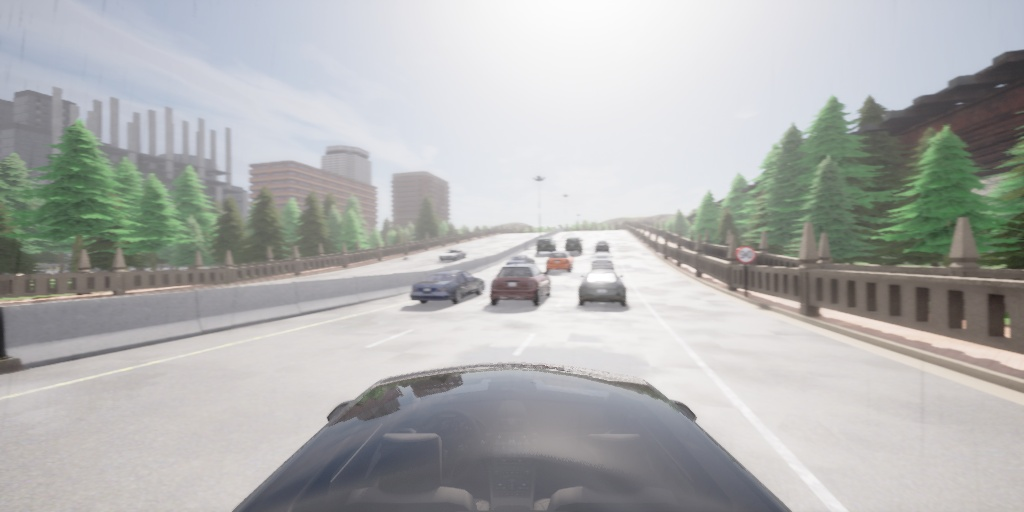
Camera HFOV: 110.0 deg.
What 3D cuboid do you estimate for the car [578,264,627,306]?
[{"bbox_3d":[3.976,1.285,15.835,1.994,1.385,4.181,-1,1,14],"label":"car"}]

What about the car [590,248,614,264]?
[{"bbox_3d":[7.646,0.429,30.379,1.812,1.442,4.674,-1,5,15],"label":"car"}]

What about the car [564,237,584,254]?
[{"bbox_3d":[7.854,-1.461,45.496,2.150,2.045,5.566,-1,7,14],"label":"car"}]

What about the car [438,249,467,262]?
[{"bbox_3d":[-7.130,-0.148,43.347,1.895,1.301,4.718,-1,7,15],"label":"car"}]

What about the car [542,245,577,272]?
[{"bbox_3d":[4.176,0.334,30.952,2.097,1.767,4.553,-1,4,14],"label":"car"}]

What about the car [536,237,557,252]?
[{"bbox_3d":[4.463,-1.405,46.361,2.150,2.045,5.566,-1,7,14],"label":"car"}]

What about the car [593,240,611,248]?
[{"bbox_3d":[11.249,-1.223,44.627,1.837,1.490,4.892,-1,7,14],"label":"car"}]

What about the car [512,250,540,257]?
[{"bbox_3d":[0.769,0.594,31.745,2.033,1.411,5.357,-1,5,14],"label":"car"}]

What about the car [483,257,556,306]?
[{"bbox_3d":[0.529,1.130,16.493,2.097,1.767,4.553,-1,1,14],"label":"car"}]

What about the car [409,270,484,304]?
[{"bbox_3d":[-2.887,1.385,17.254,2.033,1.411,5.357,-1,1,14],"label":"car"}]
